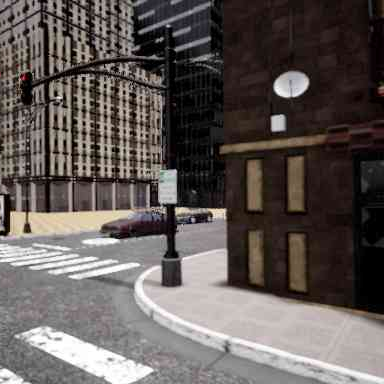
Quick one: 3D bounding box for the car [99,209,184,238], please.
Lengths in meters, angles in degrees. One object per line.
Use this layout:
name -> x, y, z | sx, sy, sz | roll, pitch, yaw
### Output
car -> -3.093, 1.931, 20.603 | 2.033, 1.411, 5.357 | -1, -2, 35

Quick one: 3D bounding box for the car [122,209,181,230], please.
car -> -2.987, 2.040, 25.508 | 2.008, 1.369, 4.403 | -2, -2, 35

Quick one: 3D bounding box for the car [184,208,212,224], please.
car -> 0.209, 2.121, 30.069 | 2.008, 1.369, 4.403 | -2, -2, 35
